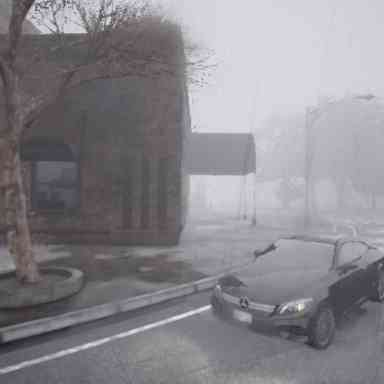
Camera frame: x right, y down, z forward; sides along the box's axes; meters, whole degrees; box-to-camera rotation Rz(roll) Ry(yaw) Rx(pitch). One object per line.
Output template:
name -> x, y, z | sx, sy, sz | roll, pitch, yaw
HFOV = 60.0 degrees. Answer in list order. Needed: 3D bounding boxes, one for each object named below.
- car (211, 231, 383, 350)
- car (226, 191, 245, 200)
car -> 2.357, 1.549, 6.517 | 1.812, 1.442, 4.674 | 0, 0, 44
car -> 12.791, 1.389, 93.693 | 4.674, 1.452, 2.002 | -1, 4, -20
